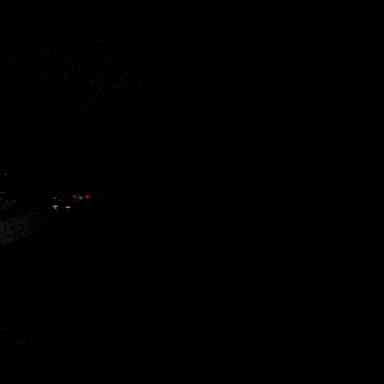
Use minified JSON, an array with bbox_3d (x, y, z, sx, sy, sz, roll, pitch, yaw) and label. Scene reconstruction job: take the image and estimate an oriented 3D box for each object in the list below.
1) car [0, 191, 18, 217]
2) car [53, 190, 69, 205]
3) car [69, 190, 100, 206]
[{"bbox_3d":[-15.097,0.986,25.074,2.150,2.045,5.566,-1,1,-7],"label":"car"},{"bbox_3d":[-17.732,0.682,46.752,2.150,2.045,5.566,-1,1,-7],"label":"car"},{"bbox_3d":[-13.622,0.710,42.481,2.150,2.045,5.566,-1,1,-6],"label":"car"}]
